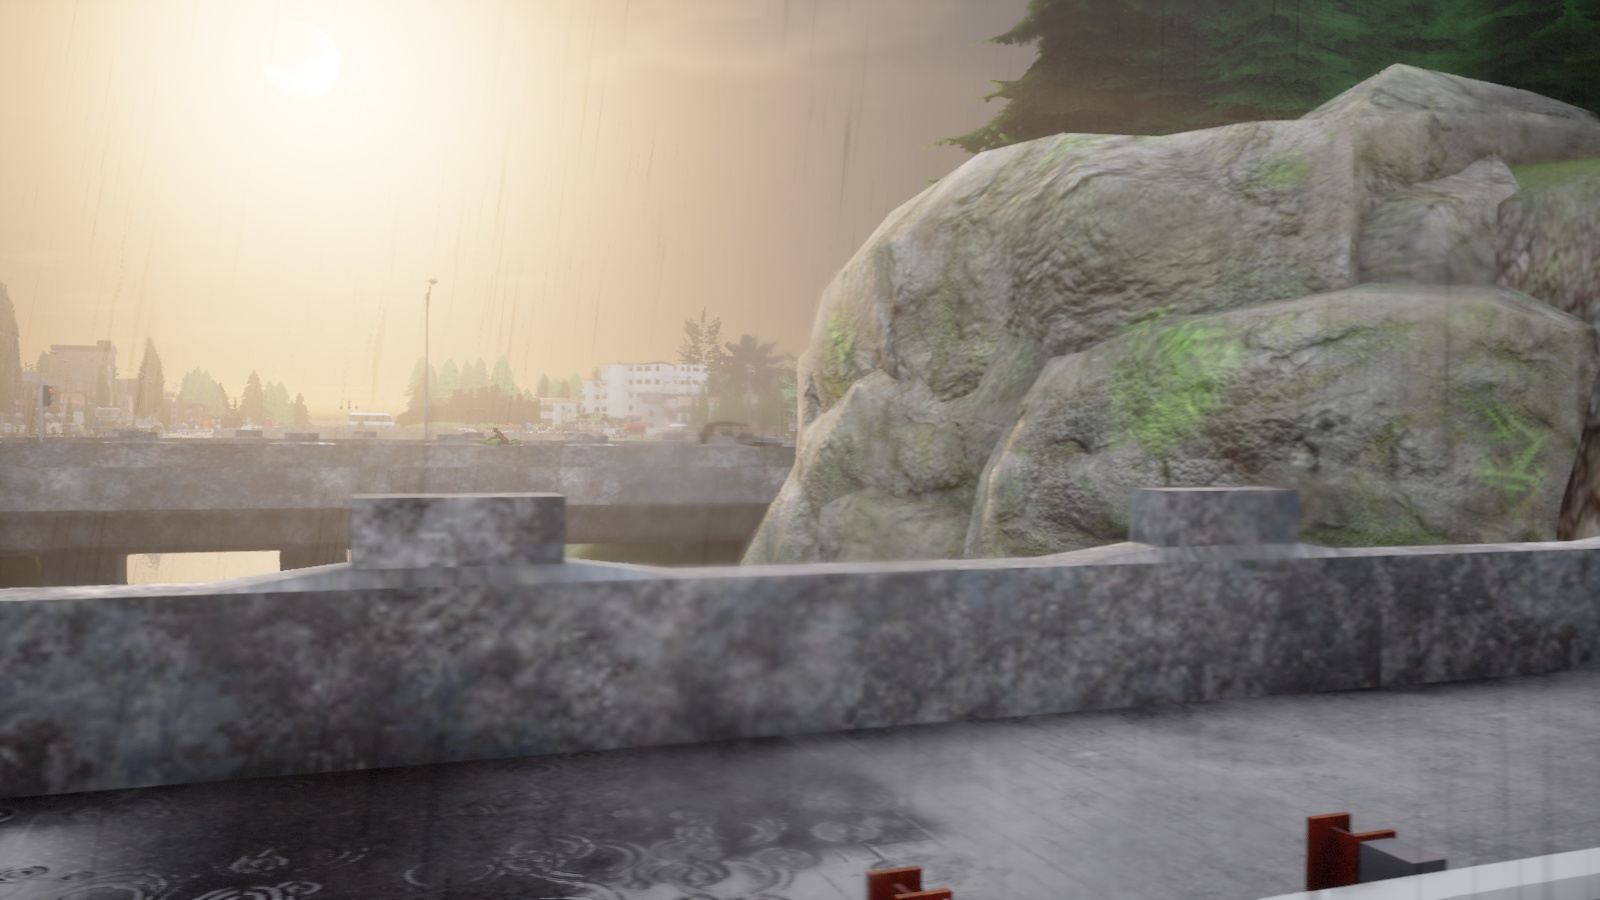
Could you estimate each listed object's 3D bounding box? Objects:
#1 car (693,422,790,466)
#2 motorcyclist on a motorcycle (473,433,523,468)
[{"bbox_3d":[-2.605,-0.284,55.716,3.866,1.878,1.905,-1,1,-21],"label":"car"},{"bbox_3d":[-13.442,0.016,55.894,2.044,1.523,0.797,-1,1,-21],"label":"motorcyclist on a motorcycle"}]
